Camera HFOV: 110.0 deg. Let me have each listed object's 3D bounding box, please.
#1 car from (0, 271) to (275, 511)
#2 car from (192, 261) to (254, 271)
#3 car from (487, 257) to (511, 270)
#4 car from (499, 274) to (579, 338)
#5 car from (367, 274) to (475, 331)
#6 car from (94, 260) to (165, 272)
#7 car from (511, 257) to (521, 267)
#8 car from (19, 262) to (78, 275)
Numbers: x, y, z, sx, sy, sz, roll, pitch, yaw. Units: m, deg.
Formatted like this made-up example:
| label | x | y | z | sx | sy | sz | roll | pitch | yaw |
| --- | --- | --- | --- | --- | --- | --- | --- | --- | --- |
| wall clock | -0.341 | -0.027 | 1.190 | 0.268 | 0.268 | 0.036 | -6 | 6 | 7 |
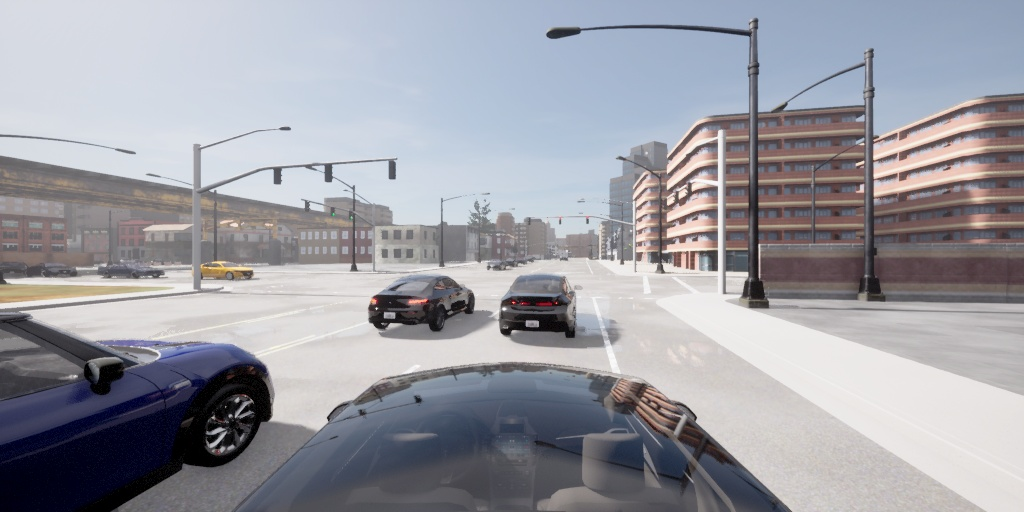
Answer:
| label | x | y | z | sx | sy | sz | roll | pitch | yaw |
| --- | --- | --- | --- | --- | --- | --- | --- | --- | --- |
| car | -3.858 | 1.102 | 2.175 | 2.097 | 1.767 | 4.553 | 0 | 0 | 6 |
| car | -24.608 | 1.228 | 30.581 | 5.008 | 1.535 | 1.882 | 0 | 0 | 10 |
| car | -2.047 | 1.106 | 48.090 | 2.128 | 1.511 | 4.902 | 0 | 1 | 11 |
| car | 0.906 | 1.255 | 10.314 | 1.837 | 1.490 | 4.892 | 0 | 0 | 11 |
| car | -2.540 | 1.276 | 10.953 | 1.812 | 1.442 | 4.674 | 0 | 0 | 11 |
| car | -34.267 | 1.297 | 32.211 | 5.357 | 1.411 | 2.033 | 0 | 0 | 9 |
| car | -0.251 | 0.957 | 57.368 | 1.882 | 1.535 | 5.008 | 0 | 1 | 11 |
| car | -43.986 | 1.314 | 34.241 | 4.181 | 1.385 | 1.994 | 0 | 0 | 15 |
